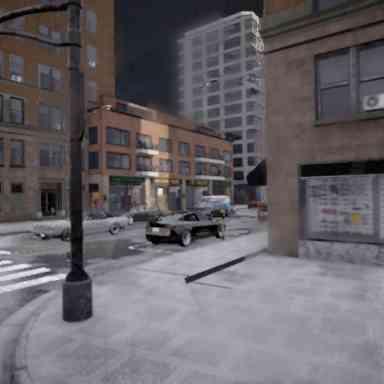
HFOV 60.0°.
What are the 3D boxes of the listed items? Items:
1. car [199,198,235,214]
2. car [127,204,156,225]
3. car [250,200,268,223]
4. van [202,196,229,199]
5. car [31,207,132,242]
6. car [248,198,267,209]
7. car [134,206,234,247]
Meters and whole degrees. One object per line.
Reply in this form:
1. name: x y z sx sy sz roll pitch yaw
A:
1. car: 1.569 1.499 27.000 2.033 1.411 5.357 -1 0 35
2. car: -4.015 1.595 23.888 2.008 1.369 4.403 -1 0 35
3. car: 6.070 1.416 23.368 1.947 1.339 4.313 -1 0 35
4. van: 2.246 1.304 32.708 1.690 1.788 3.998 -1 0 35
5. car: -5.561 1.644 16.913 1.895 1.301 4.718 -1 0 34
6. car: 8.512 1.428 41.529 1.887 1.381 4.507 -1 0 35
7. car: -0.194 1.497 14.548 1.947 1.339 4.313 -1 0 35
